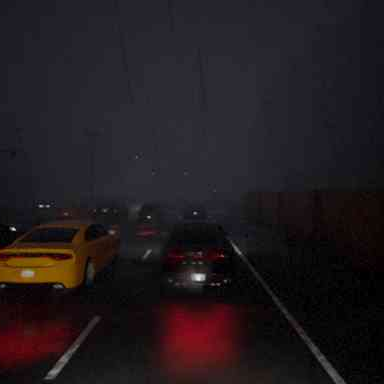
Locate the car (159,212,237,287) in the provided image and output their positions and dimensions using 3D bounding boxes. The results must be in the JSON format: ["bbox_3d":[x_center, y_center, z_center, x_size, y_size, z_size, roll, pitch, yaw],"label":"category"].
[{"bbox_3d":[0.148,1.563,9.506,1.837,1.490,4.892,0,0,0],"label":"car"}]

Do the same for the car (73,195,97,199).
[{"bbox_3d":[-20.608,1.685,64.349,2.097,1.767,4.553,0,0,1],"label":"car"}]

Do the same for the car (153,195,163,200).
[{"bbox_3d":[-9.710,1.712,93.154,1.882,1.535,5.008,0,1,1],"label":"car"}]

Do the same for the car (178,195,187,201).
[{"bbox_3d":[-2.705,1.590,93.437,2.097,1.767,4.553,0,1,1],"label":"car"}]

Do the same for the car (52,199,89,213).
[{"bbox_3d":[-10.227,1.652,29.539,1.882,1.535,5.008,0,0,0],"label":"car"}]

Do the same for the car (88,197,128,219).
[{"bbox_3d":[-6.738,1.517,27.941,2.097,1.767,4.553,0,0,0],"label":"car"}]

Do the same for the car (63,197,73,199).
[{"bbox_3d":[-24.108,1.685,64.387,2.097,1.767,4.553,0,0,1],"label":"car"}]

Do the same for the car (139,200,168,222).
[{"bbox_3d":[-3.240,1.668,27.674,1.837,1.490,4.892,0,0,0],"label":"car"}]

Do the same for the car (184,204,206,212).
[{"bbox_3d":[0.270,1.735,29.050,1.994,1.385,4.181,0,0,0],"label":"car"}]

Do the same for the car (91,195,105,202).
[{"bbox_3d":[-23.834,1.663,84.311,2.097,1.767,4.553,0,0,1],"label":"car"}]

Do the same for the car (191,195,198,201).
[{"bbox_3d":[0.795,1.787,93.420,1.994,1.385,4.181,0,1,1],"label":"car"}]

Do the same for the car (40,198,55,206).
[{"bbox_3d":[-27.608,1.901,64.395,1.994,1.385,4.181,0,0,1],"label":"car"}]

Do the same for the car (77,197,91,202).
[{"bbox_3d":[-27.331,1.902,84.549,1.895,1.301,4.718,0,0,1],"label":"car"}]

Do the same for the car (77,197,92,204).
[{"bbox_3d":[-23.974,1.900,74.245,1.994,1.385,4.181,0,0,1],"label":"car"}]

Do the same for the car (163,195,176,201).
[{"bbox_3d":[-6.210,1.759,93.101,2.128,1.511,4.902,0,1,1],"label":"car"}]

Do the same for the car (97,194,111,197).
[{"bbox_3d":[-20.474,1.572,74.232,2.150,2.045,5.566,0,0,1],"label":"car"}]

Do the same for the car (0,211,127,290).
[{"bbox_3d":[-3.352,1.532,9.316,1.882,1.535,5.008,0,0,0],"label":"car"}]

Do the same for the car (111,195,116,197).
[{"bbox_3d":[-20.332,1.662,84.424,2.097,1.767,4.553,0,0,1],"label":"car"}]

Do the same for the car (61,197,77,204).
[{"bbox_3d":[-27.472,1.899,74.459,1.994,1.385,4.181,0,0,1],"label":"car"}]
